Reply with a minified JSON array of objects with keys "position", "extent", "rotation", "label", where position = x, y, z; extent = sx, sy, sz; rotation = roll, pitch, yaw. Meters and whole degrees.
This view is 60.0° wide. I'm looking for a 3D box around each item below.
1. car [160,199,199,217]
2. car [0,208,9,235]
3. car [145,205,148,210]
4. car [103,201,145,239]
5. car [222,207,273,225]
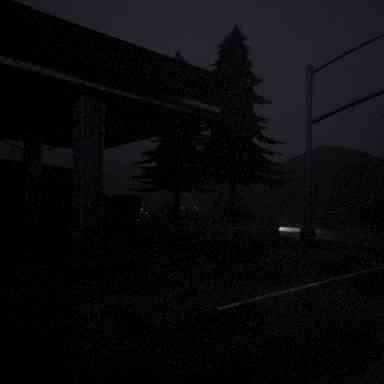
[{"position":[-1.309,1.537,32.682],"extent":[2.097,1.767,4.553],"rotation":[1,0,-36],"label":"car"},{"position":[-11.637,1.520,18.492],"extent":[2.242,1.667,4.611],"rotation":[1,0,-36],"label":"car"},{"position":[-7.460,1.661,41.345],"extent":[2.033,1.411,5.357],"rotation":[1,0,-35],"label":"car"},{"position":[-4.505,1.445,18.311],"extent":[1.905,1.878,3.866],"rotation":[1,0,-36],"label":"car"},{"position":[4.112,1.813,25.044],"extent":[1.994,1.385,4.181],"rotation":[1,0,-35],"label":"car"}]
